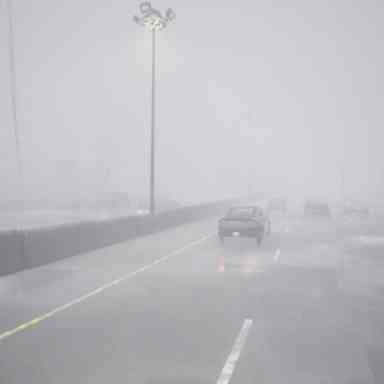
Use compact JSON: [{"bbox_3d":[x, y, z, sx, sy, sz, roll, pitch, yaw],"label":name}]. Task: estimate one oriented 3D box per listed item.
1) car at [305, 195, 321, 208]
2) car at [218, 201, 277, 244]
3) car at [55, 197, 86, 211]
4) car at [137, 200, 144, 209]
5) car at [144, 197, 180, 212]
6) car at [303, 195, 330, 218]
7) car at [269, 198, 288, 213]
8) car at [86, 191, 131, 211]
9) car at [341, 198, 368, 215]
[{"bbox_3d":[14.830,1.111,40.995,1.812,1.442,4.674,0,1,19],"label":"car"},{"bbox_3d":[2.545,1.420,15.542,2.128,1.511,4.902,0,0,19],"label":"car"},{"bbox_3d":[-12.808,1.281,36.330,1.812,1.442,4.674,0,1,19],"label":"car"},{"bbox_3d":[-4.481,1.239,39.093,2.033,1.411,5.357,0,1,19],"label":"car"},{"bbox_3d":[-2.749,1.328,33.295,1.994,1.385,4.181,0,1,19],"label":"car"},{"bbox_3d":[10.363,1.272,27.759,1.882,1.535,5.008,0,1,19],"label":"car"},{"bbox_3d":[8.568,1.273,33.384,2.033,1.411,5.357,0,1,19],"label":"car"},{"bbox_3d":[-8.899,0.957,36.965,2.150,2.045,5.566,0,1,19],"label":"car"},{"bbox_3d":[15.168,1.262,31.086,1.812,1.442,4.674,0,1,18],"label":"car"}]
